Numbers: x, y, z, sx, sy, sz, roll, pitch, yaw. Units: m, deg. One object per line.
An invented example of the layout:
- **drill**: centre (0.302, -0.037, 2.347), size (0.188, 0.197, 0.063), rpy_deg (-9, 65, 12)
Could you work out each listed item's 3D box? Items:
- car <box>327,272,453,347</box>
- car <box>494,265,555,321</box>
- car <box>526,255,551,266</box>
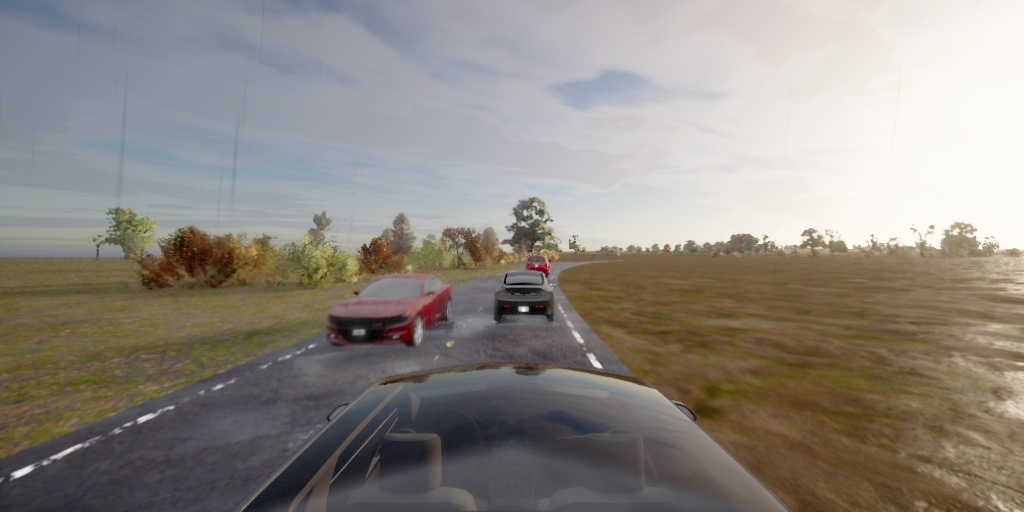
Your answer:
- **car**: centre (-2.887, 1.216, 9.500), size (1.882, 1.535, 5.008), rpy_deg (0, 0, 2)
- **car**: centre (0.447, 1.249, 12.545), size (1.837, 1.490, 4.892), rpy_deg (0, 0, 3)
- **car**: centre (2.570, 0.950, 34.705), size (2.150, 2.045, 5.566), rpy_deg (0, 0, 8)
